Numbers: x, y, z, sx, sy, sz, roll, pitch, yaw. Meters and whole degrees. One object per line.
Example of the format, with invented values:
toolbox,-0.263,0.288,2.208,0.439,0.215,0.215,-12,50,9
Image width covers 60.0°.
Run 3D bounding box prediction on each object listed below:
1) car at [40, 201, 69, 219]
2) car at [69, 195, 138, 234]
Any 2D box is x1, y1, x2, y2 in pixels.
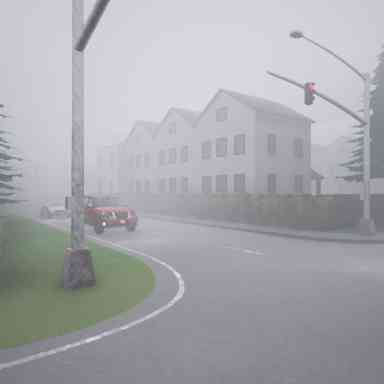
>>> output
car,-12.116,1.530,29.493,1.812,1.442,4.674,0,0,-35
car,-5.250,1.221,19.768,2.150,2.045,5.566,0,0,-35
